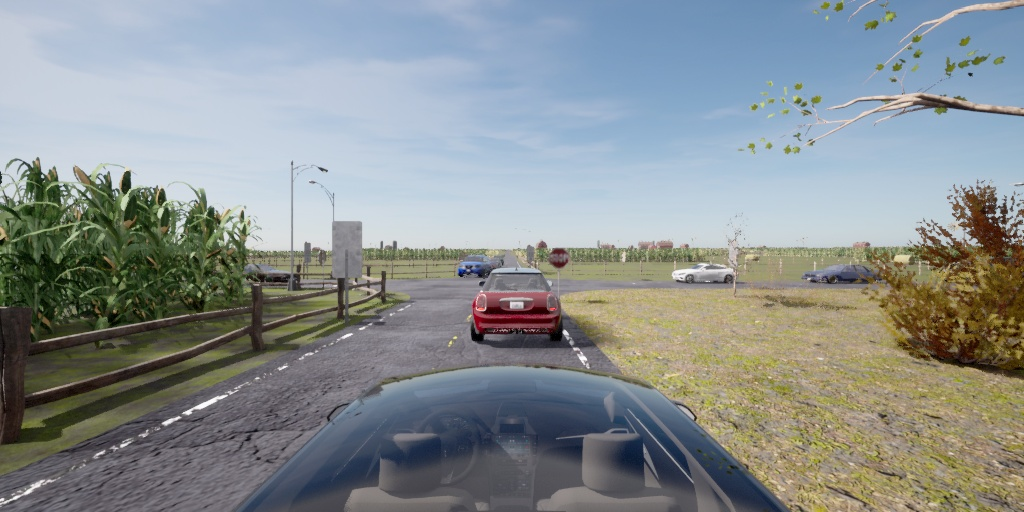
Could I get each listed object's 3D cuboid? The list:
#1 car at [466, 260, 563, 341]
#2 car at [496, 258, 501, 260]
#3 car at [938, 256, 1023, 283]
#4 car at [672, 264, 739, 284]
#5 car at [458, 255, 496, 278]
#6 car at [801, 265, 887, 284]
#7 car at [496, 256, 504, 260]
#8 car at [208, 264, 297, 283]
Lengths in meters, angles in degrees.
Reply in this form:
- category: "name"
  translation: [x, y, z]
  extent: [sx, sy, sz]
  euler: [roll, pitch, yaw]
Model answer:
- category: "car"
  translation: [0.109, 1.100, 9.992]
  extent: [2.097, 1.767, 4.553]
  euler: [0, 0, 0]
- category: "car"
  translation: [-2.796, 1.255, 46.737]
  extent: [1.994, 1.385, 4.181]
  euler: [0, 0, 0]
- category: "car"
  translation: [35.811, 1.055, 27.043]
  extent: [5.566, 2.045, 2.150]
  euler: [0, 0, 1]
- category: "car"
  translation: [14.535, 1.298, 27.034]
  extent: [4.674, 1.442, 1.812]
  euler: [0, 0, 0]
- category: "car"
  translation: [-3.388, 0.945, 33.941]
  extent: [2.150, 2.045, 5.566]
  euler: [0, 0, 8]
- category: "car"
  translation: [25.082, 1.350, 27.049]
  extent: [5.357, 1.411, 2.033]
  euler: [0, 0, 0]
- category: "car"
  translation: [-2.753, 1.158, 59.239]
  extent: [1.837, 1.490, 4.892]
  euler: [0, 0, 0]
- category: "car"
  translation: [-17.365, 1.237, 24.043]
  extent: [5.357, 1.411, 2.033]
  euler: [0, 0, 0]
